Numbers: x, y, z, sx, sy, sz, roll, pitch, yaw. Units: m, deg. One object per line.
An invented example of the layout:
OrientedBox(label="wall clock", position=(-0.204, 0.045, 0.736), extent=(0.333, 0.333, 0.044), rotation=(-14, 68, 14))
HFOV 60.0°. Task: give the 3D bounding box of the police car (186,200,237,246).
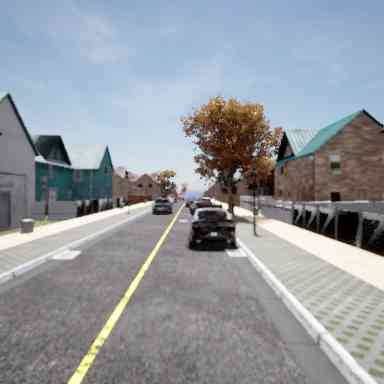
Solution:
OrientedBox(label="police car", position=(0.826, 1.363, 15.044), extent=(1.930, 1.638, 5.238), rotation=(0, 0, 0))

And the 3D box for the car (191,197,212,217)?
OrientedBox(label="car", position=(0.827, 1.336, 31.124), extent=(1.801, 1.575, 5.366), rotation=(0, 0, 0))

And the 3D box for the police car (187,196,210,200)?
OrientedBox(label="police car", position=(0.827, 1.328, 25.044), extent=(1.930, 1.638, 5.238), rotation=(0, 0, 0))

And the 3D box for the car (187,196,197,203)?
OrientedBox(label="car", position=(0.004, 1.453, 67.851), extent=(1.994, 1.385, 4.181), rotation=(0, 0, 0))

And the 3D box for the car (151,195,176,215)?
OrientedBox(label="car", position=(-2.842, 1.379, 32.747), extent=(1.837, 1.490, 4.892), rotation=(0, 0, 0))

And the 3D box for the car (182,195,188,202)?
OrientedBox(label="car", position=(0.005, 1.422, 48.373), extent=(2.033, 1.411, 5.357), rotation=(0, 0, 0))

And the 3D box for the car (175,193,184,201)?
OrientedBox(label="car", position=(-2.746, 1.135, 73.996), extent=(2.150, 2.045, 5.566), rotation=(0, 0, 0))
